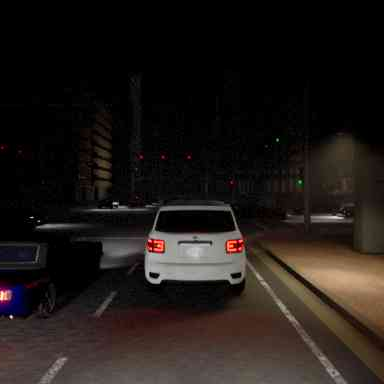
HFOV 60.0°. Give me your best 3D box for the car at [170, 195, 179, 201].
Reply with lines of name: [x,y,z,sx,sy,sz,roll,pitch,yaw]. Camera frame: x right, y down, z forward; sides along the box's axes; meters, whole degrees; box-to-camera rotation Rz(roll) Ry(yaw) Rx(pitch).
car: [-4.474,1.551,84.583,1.994,1.385,4.181,0,0,0]

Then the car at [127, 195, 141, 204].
car: [-11.420,1.476,65.740,1.882,1.535,5.008,0,0,0]

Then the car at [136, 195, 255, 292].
car: [0.094,1.221,9.055,2.150,2.045,5.566,0,0,1]

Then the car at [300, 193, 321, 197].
car: [16.136,1.155,47.027,1.905,1.878,3.866,0,0,0]

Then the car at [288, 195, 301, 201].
car: [24.580,1.394,79.603,1.970,1.475,3.806,0,0,0]

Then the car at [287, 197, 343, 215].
car: [12.298,1.504,32.849,4.892,1.490,1.837,0,0,0]

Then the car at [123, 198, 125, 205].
car: [-11.432,1.600,55.254,1.895,1.301,4.718,0,0,0]

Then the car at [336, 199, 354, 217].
car: [15.453,1.563,29.314,4.181,1.385,1.994,0,0,1]

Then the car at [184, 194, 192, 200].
car: [-0.979,1.302,85.781,1.882,1.535,5.008,0,0,0]

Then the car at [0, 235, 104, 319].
car: [-3.419,1.601,7.304,1.895,1.301,4.718,0,0,1]

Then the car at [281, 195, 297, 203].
car: [18.826,1.394,64.496,1.970,1.475,3.806,0,0,0]

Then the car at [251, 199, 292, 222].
car: [4.793,1.491,25.690,4.902,1.511,2.128,0,0,0]

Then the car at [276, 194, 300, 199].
car: [13.242,1.152,47.078,1.932,1.855,4.605,0,0,0]

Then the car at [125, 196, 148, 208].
car: [-7.906,1.477,47.761,1.882,1.535,5.008,0,0,0]

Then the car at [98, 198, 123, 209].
car: [-11.401,1.547,45.662,2.033,1.411,5.357,0,0,0]

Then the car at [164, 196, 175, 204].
car: [-4.280,1.503,63.353,1.837,1.490,4.892,0,0,0]

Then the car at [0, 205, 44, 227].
car: [-12.818,1.547,22.046,5.357,1.411,2.033,0,0,-1]

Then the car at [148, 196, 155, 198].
car: [-7.935,1.504,57.032,1.837,1.490,4.892,0,0,0]

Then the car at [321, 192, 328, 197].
car: [30.159,1.152,79.658,1.932,1.855,4.605,0,0,0]
